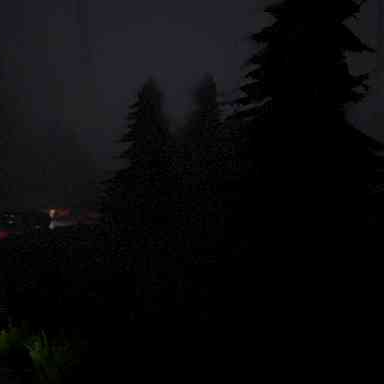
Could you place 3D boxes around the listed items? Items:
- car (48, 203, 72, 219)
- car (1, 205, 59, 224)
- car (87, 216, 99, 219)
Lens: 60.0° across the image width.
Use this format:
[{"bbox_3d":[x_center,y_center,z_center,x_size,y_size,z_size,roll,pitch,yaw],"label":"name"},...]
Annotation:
[{"bbox_3d":[-14.901,2.031,36.022,2.097,1.767,4.553,4,-2,7],"label":"car"},{"bbox_3d":[-12.315,1.969,25.072,2.128,1.511,4.902,4,-3,0],"label":"car"},{"bbox_3d":[-11.098,2.659,40.072,1.812,1.442,4.674,4,-2,6],"label":"car"}]
